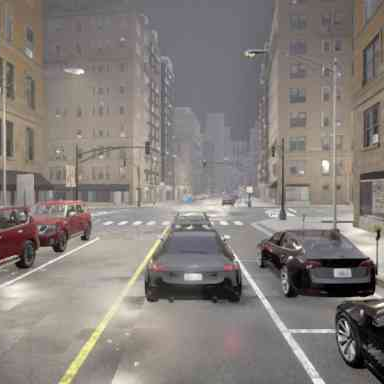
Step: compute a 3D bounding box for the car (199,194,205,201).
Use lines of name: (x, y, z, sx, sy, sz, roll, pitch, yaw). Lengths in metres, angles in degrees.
car: (1.423, 1.393, 80.993, 1.752, 1.417, 4.829, 0, 0, 9)

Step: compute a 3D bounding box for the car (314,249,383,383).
car: (2.851, 1.565, 2.850, 1.947, 1.339, 4.313, -1, 0, 0)

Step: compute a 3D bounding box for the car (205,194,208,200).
car: (2.291, 1.443, 86.593, 1.802, 1.307, 4.206, 0, 0, 9)

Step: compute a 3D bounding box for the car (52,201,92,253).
car: (-5.695, 1.309, 13.844, 2.192, 1.841, 5.009, -1, 0, 0)

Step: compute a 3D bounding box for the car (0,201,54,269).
car: (-5.687, 1.312, 8.336, 2.192, 1.841, 5.009, -1, 0, 0)

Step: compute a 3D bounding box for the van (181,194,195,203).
van: (-1.076, 1.240, 64.865, 1.690, 1.788, 3.998, 0, 0, 9)

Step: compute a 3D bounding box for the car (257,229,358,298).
car: (2.841, 1.563, 8.357, 1.947, 1.339, 4.313, -1, 0, 0)

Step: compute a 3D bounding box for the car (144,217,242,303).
car: (0.038, 1.561, 8.240, 1.994, 1.385, 4.181, 0, 0, 0)

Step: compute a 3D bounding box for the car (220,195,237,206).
car: (5.667, 1.506, 52.697, 1.947, 1.339, 4.313, 0, 0, 9)

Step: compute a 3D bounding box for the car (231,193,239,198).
car: (10.714, 1.190, 85.289, 2.192, 1.841, 5.009, 0, 0, 9)

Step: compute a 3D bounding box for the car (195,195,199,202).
car: (-0.234, 1.327, 70.297, 1.967, 1.590, 4.097, 0, 0, 9)

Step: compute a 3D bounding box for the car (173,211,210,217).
car: (-0.022, 1.593, 17.055, 1.895, 1.301, 4.718, 0, 0, 0)

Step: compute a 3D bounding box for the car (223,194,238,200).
car: (7.350, 1.478, 63.561, 1.947, 1.339, 4.313, 0, 0, 9)

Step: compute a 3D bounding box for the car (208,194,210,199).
car: (3.131, 1.296, 92.026, 1.967, 1.590, 4.097, 0, 0, 9)
